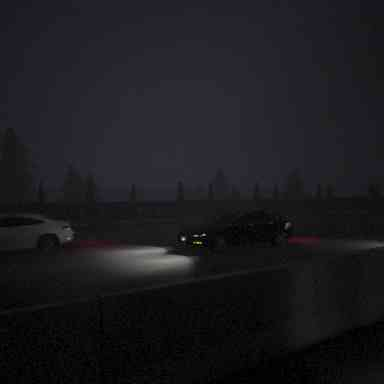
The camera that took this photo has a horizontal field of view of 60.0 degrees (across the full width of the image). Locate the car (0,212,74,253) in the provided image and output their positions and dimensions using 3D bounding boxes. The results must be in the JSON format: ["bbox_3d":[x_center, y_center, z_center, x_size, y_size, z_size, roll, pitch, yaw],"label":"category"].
[{"bbox_3d":[-6.692,1.480,11.891,4.674,1.442,1.812,0,0,-34],"label":"car"}]

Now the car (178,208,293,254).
[{"bbox_3d":[1.806,1.419,13.092,4.892,1.490,1.837,0,0,-30],"label":"car"}]
